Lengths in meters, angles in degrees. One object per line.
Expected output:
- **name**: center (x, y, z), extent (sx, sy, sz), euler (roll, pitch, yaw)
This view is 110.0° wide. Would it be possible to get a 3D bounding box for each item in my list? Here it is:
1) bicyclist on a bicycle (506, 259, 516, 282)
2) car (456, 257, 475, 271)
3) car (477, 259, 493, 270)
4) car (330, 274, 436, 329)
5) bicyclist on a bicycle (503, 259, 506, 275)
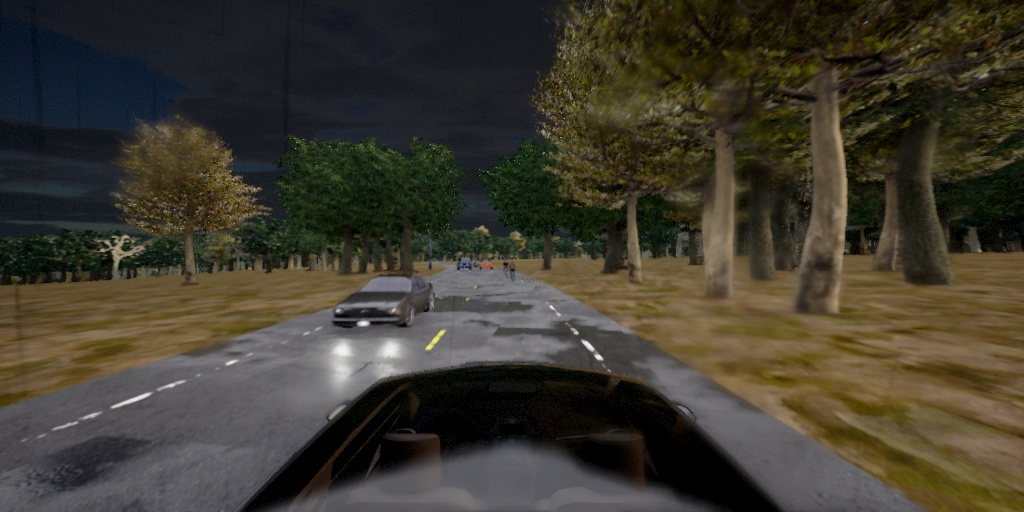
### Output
- **bicyclist on a bicycle**: center (0.055, 1.227, 27.594), extent (0.582, 1.620, 1.656), euler (0, 0, -4)
- **car**: center (-7.145, 1.148, 54.096), extent (2.150, 2.045, 5.566), euler (0, 0, -7)
- **car**: center (-4.309, 1.327, 59.706), extent (2.097, 1.767, 4.553), euler (0, -1, -8)
- **car**: center (-3.761, 1.305, 11.594), extent (2.033, 1.411, 5.357), euler (0, 0, -2)
- **bicyclist on a bicycle**: center (-0.645, 1.178, 36.586), extent (0.659, 1.776, 1.843), euler (0, 0, -5)
